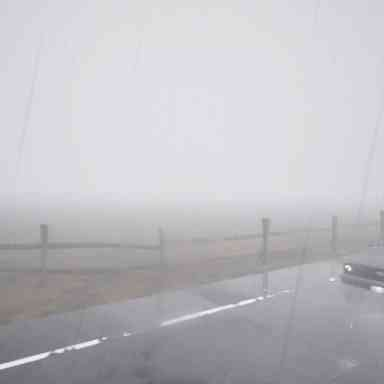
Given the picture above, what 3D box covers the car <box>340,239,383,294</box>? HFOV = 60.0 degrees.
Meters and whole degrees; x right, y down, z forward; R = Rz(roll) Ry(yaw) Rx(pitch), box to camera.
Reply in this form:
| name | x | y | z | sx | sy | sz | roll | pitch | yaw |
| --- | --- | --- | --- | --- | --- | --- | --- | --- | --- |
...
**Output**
| name | x | y | z | sx | sy | sz | roll | pitch | yaw |
| --- | --- | --- | --- | --- | --- | --- | --- | --- | --- |
| car | 5.892 | 1.568 | 8.189 | 5.357 | 1.411 | 2.033 | 0 | 0 | -35 |
